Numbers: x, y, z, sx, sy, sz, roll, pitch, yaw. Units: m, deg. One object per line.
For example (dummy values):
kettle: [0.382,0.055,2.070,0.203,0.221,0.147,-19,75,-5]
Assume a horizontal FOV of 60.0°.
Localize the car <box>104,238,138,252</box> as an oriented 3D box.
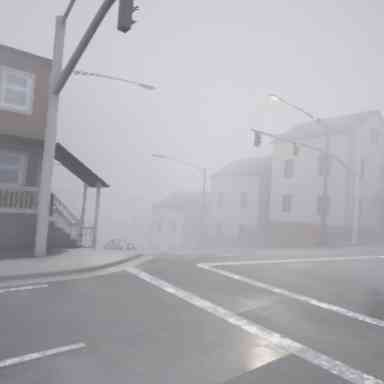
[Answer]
car: [-6.803,5.084,31.309,1.812,1.442,4.674,6,-16,-36]
